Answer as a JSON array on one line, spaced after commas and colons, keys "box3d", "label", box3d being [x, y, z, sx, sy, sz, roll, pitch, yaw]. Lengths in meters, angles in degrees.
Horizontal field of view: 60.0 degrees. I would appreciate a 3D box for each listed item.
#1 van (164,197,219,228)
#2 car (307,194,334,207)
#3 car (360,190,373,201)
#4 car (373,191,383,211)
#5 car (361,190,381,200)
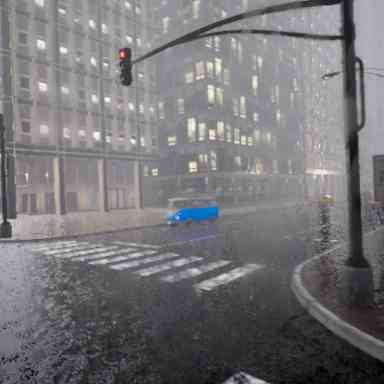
[{"box3d": [0.033, 1.226, 20.945, 1.690, 1.788, 3.998, -2, 0, 41], "label": "van"}, {"box3d": [14.551, 0.940, 37.518, 1.752, 1.417, 4.829, -2, 0, 41], "label": "car"}, {"box3d": [25.627, 0.499, 50.172, 1.967, 1.590, 4.097, -2, 0, 41], "label": "car"}, {"box3d": [17.299, 0.591, 27.951, 2.192, 1.841, 5.009, -2, 0, 41], "label": "car"}, {"box3d": [29.175, 0.471, 54.220, 1.752, 1.417, 4.829, -2, 0, 41], "label": "car"}]
